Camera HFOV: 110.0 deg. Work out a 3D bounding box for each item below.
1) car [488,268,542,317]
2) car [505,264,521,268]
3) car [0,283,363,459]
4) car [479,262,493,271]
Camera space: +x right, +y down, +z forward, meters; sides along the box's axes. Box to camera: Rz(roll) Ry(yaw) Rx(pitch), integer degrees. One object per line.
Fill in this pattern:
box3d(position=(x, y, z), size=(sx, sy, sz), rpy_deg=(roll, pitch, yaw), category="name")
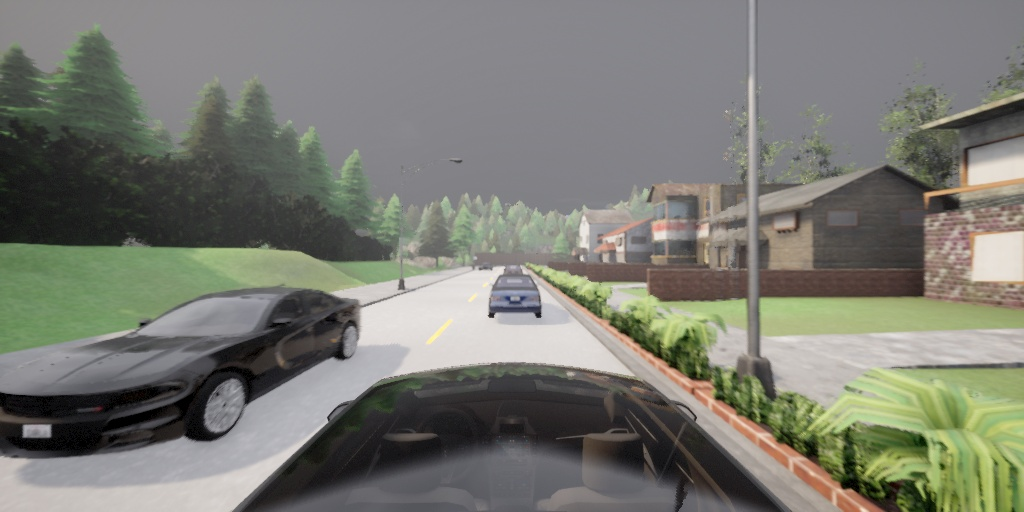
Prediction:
box3d(position=(0.098, 1.362, 13.480), size=(2.033, 1.411, 5.357), rpy_deg=(0, 0, 0), category="car")
box3d(position=(0.095, 1.474, 33.597), size=(2.033, 1.411, 5.357), rpy_deg=(0, 0, 0), category="car")
box3d(position=(-4.102, 1.249, 5.596), size=(1.882, 1.535, 5.008), rpy_deg=(0, 0, 0), category="car")
box3d(position=(-4.007, 1.623, 55.630), size=(1.994, 1.385, 4.181), rpy_deg=(0, 0, 0), category="car")
